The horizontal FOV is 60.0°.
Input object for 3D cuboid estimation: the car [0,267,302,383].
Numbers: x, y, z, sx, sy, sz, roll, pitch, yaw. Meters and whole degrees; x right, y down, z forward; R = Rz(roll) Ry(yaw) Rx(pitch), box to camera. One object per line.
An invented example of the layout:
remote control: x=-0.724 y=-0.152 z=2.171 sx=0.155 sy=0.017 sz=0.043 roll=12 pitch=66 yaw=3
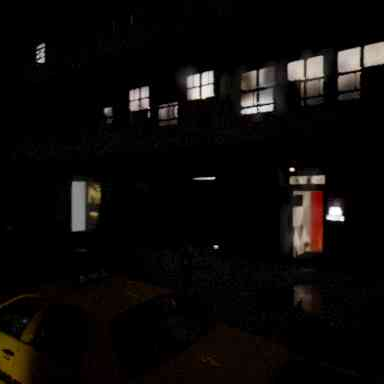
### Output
car: x=-1.306 y=1.550 z=3.792 sx=4.829 sy=1.417 sz=1.752 roll=-1 pitch=0 yaw=35
